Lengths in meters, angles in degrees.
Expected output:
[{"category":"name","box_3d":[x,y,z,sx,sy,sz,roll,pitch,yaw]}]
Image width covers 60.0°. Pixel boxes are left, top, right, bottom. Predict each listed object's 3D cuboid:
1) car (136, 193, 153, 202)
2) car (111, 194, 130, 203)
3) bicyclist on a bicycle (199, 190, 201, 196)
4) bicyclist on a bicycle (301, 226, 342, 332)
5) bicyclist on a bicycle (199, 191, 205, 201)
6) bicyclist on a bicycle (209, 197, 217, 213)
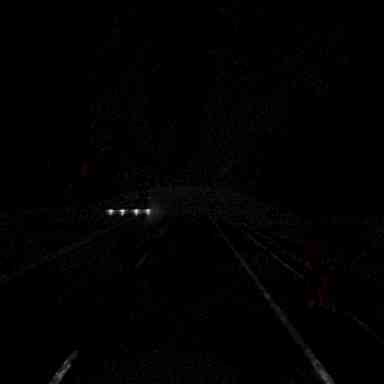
[{"category":"car","box_3d":[-6.503,0.820,45.739,2.097,1.767,4.553,0,0,0]},{"category":"car","box_3d":[-9.753,0.943,45.710,1.882,1.535,5.008,0,0,0]},{"category":"bicyclist on a bicycle","box_3d":[2.216,0.299,94.552,0.659,1.776,1.843,0,2,0]},{"category":"bicyclist on a bicycle","box_3d":[2.267,1.450,5.875,0.582,1.620,1.656,0,0,0]},{"category":"bicyclist on a bicycle","box_3d":[2.136,1.058,64.919,0.866,1.612,1.509,0,1,1]},{"category":"bicyclist on a bicycle","box_3d":[2.165,1.328,33.981,0.866,1.612,1.509,0,0,1]}]
